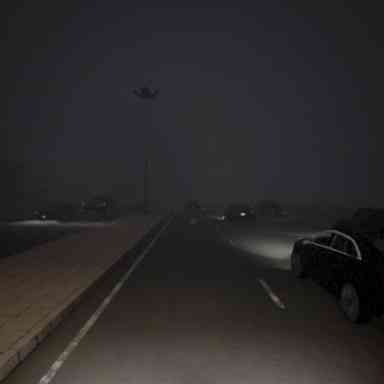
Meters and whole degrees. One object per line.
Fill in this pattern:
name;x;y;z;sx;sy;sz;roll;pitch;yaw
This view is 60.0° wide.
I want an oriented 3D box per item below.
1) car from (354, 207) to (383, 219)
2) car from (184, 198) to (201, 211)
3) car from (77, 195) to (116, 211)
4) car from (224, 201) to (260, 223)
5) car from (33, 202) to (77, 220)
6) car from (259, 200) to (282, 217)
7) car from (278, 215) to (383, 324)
car;7.104;1.347;12.571;2.097;1.767;4.553;0;0;0
car;0.111;1.509;40.655;1.812;1.442;4.674;0;0;0
car;-7.993;0.997;28.892;2.097;1.767;4.553;0;0;0
car;3.605;1.553;25.603;1.994;1.385;4.181;0;0;0
car;-11.496;1.535;28.459;2.033;1.411;5.357;0;0;0
car;7.108;1.465;31.757;1.882;1.535;5.008;0;0;0
car;3.605;1.489;7.097;2.128;1.511;4.902;0;0;0
